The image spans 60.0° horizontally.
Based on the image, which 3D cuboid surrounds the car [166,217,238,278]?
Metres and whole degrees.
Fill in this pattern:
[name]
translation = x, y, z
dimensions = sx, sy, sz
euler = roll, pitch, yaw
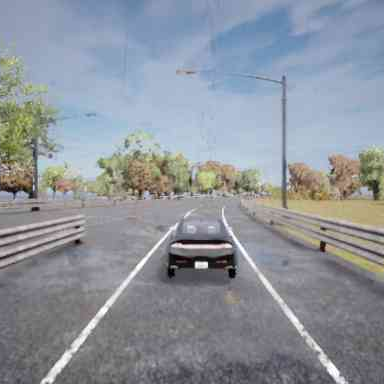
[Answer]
[car]
translation = 0.290, 1.519, 10.288
dimensions = 2.128, 1.511, 4.902
euler = 0, 0, 2
